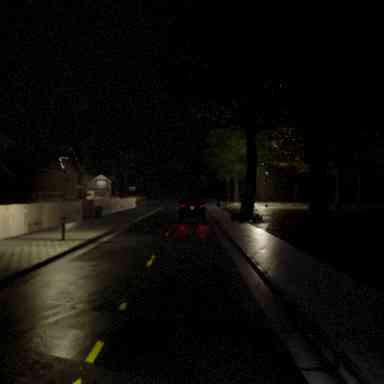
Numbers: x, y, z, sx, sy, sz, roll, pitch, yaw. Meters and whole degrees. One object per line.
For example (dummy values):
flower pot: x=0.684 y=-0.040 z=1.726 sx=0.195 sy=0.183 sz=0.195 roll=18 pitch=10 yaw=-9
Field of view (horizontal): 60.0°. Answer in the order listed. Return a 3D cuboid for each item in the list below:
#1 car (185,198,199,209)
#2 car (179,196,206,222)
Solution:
car: x=-0.036 y=1.812 z=53.221 sx=2.128 sy=1.511 sz=4.902 roll=0 pitch=-1 yaw=-1
car: x=0.042 y=1.357 z=28.400 sx=2.150 sy=2.045 sz=5.566 roll=0 pitch=-1 yaw=1
